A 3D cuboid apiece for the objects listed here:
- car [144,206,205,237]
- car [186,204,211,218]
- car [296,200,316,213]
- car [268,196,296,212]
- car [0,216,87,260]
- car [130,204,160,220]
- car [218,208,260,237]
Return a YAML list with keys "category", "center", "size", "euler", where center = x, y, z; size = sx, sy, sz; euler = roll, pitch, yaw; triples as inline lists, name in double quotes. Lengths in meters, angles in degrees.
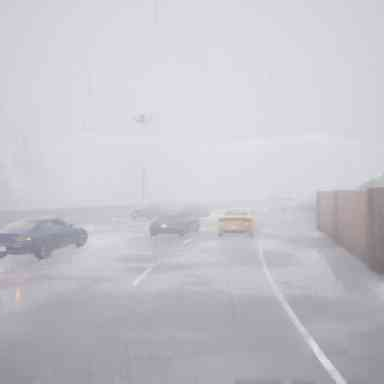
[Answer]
- category: "car"
  center: [-0.874, 1.749, 19.362]
  size: [1.994, 1.385, 4.181]
  euler: [-1, -1, 17]
- category: "car"
  center: [0.270, 1.860, 32.300]
  size: [1.994, 1.385, 4.181]
  euler: [-1, -1, 26]
- category: "car"
  center: [15.459, 1.764, 41.994]
  size: [1.882, 1.535, 5.008]
  euler: [-2, -1, 42]
- category: "car"
  center: [12.119, 1.544, 43.631]
  size: [2.150, 2.045, 5.566]
  euler: [-2, -1, 42]
- category: "car"
  center: [-5.860, 1.685, 13.108]
  size: [1.812, 1.442, 4.674]
  euler: [0, 0, 8]
- category: "car"
  center: [-3.932, 1.839, 31.243]
  size: [1.812, 1.442, 4.674]
  euler: [-1, -1, 26]
- category: "car"
  center: [2.801, 1.637, 19.203]
  size: [1.882, 1.535, 5.008]
  euler: [-1, -1, 16]
